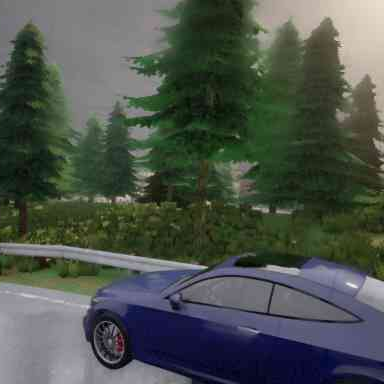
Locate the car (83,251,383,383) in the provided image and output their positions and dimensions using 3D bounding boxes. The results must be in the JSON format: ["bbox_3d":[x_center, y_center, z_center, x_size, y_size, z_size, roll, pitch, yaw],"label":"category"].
[{"bbox_3d":[0.753,1.499,4.100,4.674,1.442,1.812,1,1,31],"label":"car"}]
